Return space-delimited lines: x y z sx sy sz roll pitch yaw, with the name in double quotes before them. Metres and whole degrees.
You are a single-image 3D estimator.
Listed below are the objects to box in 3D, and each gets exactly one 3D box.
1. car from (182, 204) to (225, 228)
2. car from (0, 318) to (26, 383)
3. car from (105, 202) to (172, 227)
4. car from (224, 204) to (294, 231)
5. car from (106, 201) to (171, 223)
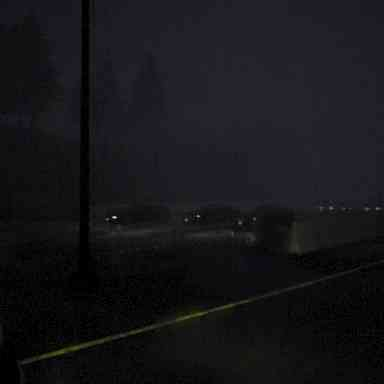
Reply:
"car" 1.471 1.578 23.220 4.902 1.511 2.128 1 0 -41
"car" -3.668 1.212 1.175 5.566 2.045 2.150 0 0 -35
"car" -3.705 1.575 23.415 4.892 1.490 1.837 1 0 -40
"car" 4.701 1.582 21.404 4.902 1.511 2.128 1 0 -41
"car" -4.343 1.558 27.454 5.008 1.535 1.882 1 0 -41
